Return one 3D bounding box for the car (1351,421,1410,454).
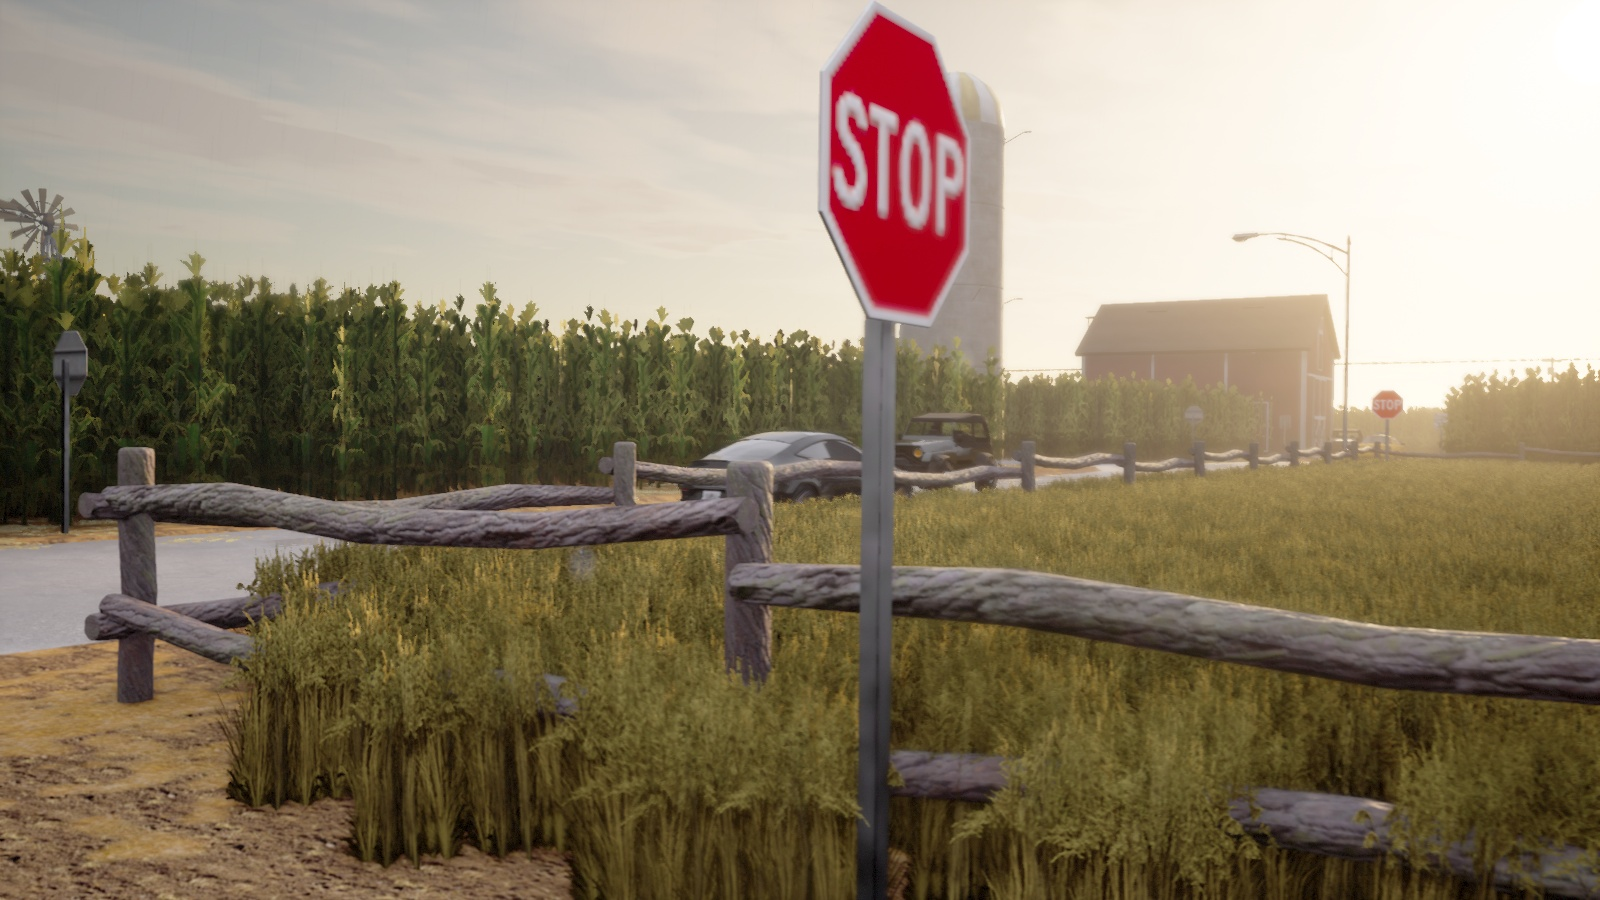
[{"bbox_3d":[28.760,-0.612,62.122,1.801,1.575,5.366,0,0,34],"label":"car"}]

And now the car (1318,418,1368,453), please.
[{"bbox_3d":[30.311,-0.812,70.030,1.905,1.878,3.866,0,1,34],"label":"car"}]

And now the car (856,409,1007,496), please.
[{"bbox_3d":[3.139,0.010,29.313,1.905,1.878,3.866,0,1,34],"label":"car"}]

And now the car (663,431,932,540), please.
[{"bbox_3d":[0.121,0.443,19.208,1.812,1.442,4.674,0,1,34],"label":"car"}]
